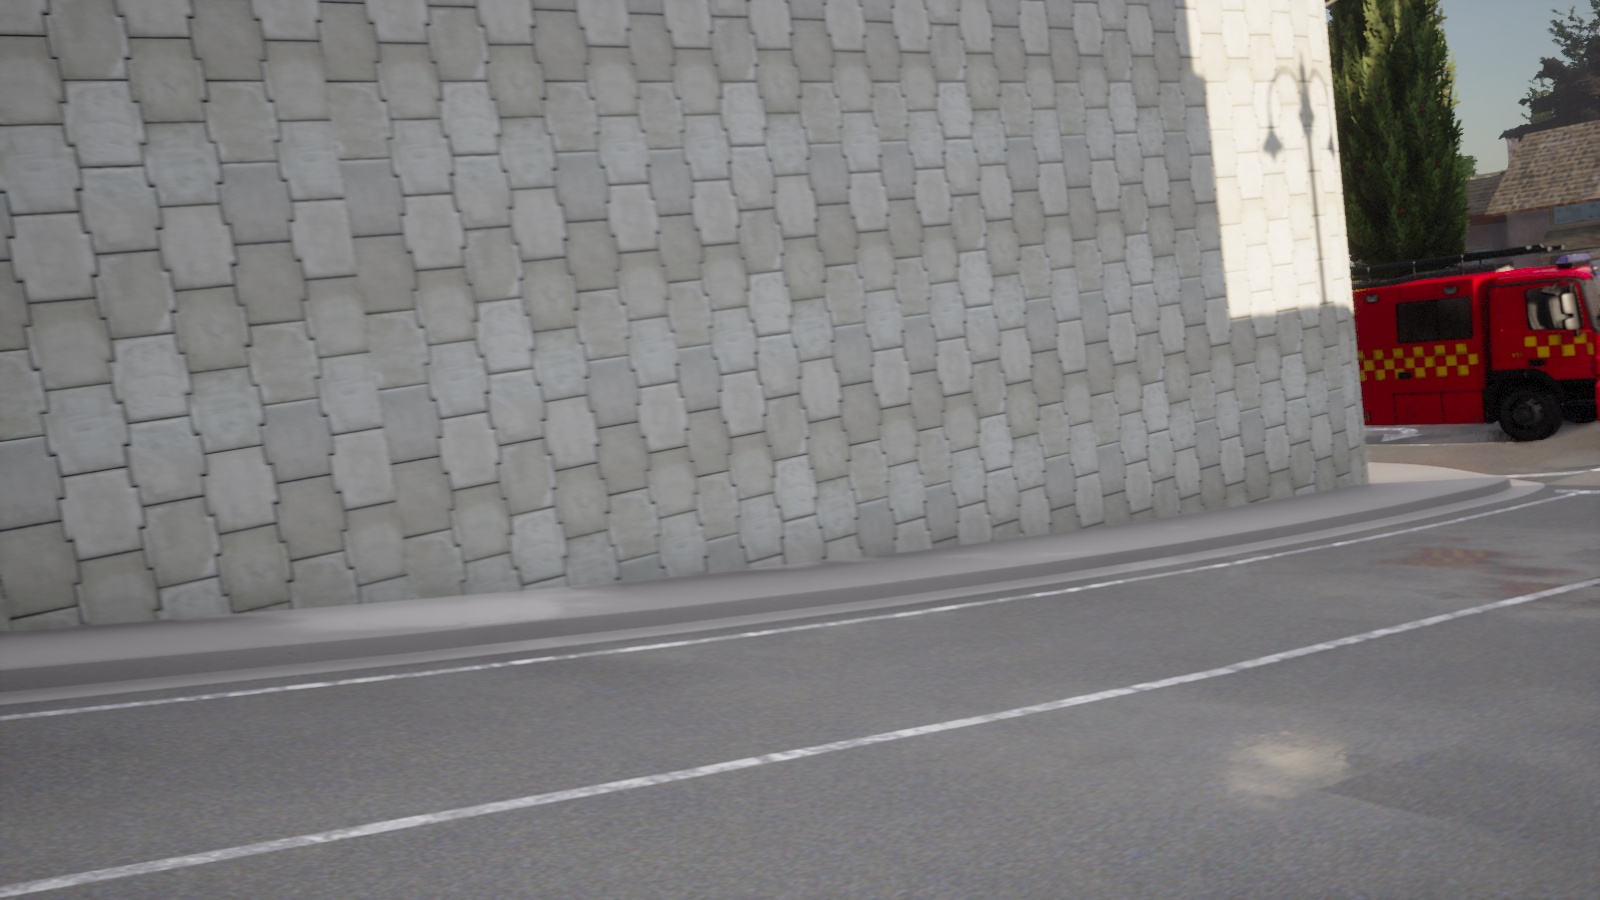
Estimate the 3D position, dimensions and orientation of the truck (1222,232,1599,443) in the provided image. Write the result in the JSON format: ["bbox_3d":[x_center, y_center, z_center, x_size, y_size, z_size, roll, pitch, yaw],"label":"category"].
[{"bbox_3d":[13.889,-2.312,27.276,2.891,3.827,8.468,-12,7,-35],"label":"truck"}]
